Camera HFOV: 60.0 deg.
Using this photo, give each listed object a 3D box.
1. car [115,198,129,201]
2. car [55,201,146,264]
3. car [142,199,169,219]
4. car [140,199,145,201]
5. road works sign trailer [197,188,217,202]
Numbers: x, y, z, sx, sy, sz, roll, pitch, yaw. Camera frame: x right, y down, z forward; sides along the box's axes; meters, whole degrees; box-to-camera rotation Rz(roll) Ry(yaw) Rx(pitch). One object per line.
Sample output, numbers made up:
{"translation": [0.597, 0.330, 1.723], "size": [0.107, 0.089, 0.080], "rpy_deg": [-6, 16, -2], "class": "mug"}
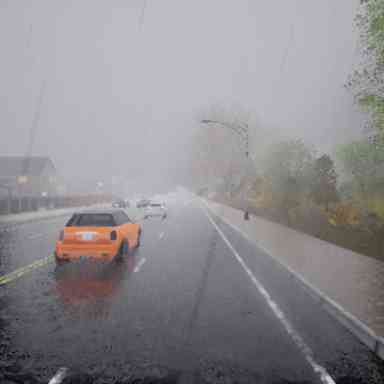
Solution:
{"translation": [-9.839, 1.613, 46.242], "size": [2.128, 1.511, 4.902], "rpy_deg": [0, 0, 0], "class": "car"}
{"translation": [-3.153, 1.388, 12.115], "size": [2.097, 1.767, 4.553], "rpy_deg": [0, 0, 0], "class": "car"}
{"translation": [-3.159, 1.611, 30.158], "size": [1.812, 1.442, 4.674], "rpy_deg": [0, 0, 0], "class": "car"}
{"translation": [-6.591, 1.670, 46.868], "size": [2.033, 1.411, 5.357], "rpy_deg": [0, 0, 0], "class": "car"}
{"translation": [2.628, -0.015, 63.501], "size": [3.560, 2.880, 2.380], "rpy_deg": [9, -45, -49], "class": "road works sign trailer"}
